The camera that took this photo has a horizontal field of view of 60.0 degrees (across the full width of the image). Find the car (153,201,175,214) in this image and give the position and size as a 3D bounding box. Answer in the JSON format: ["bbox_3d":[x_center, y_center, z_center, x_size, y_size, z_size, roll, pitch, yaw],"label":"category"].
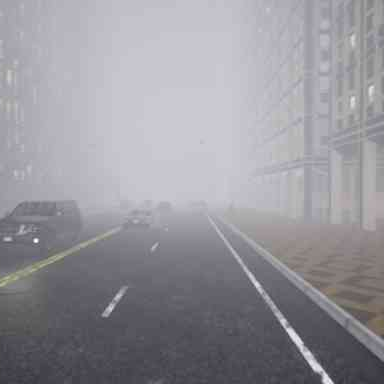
[{"bbox_3d":[-3.138,1.812,39.632,1.882,1.535,5.008,0,0,0],"label":"car"}]

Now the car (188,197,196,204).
[{"bbox_3d":[0.025,1.928,75.033,1.837,1.490,4.892,0,0,0],"label":"car"}]

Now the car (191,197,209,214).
[{"bbox_3d":[1.151,1.803,41.083,1.801,1.575,5.366,0,0,0],"label":"car"}]

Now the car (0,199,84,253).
[{"bbox_3d":[-6.547,1.347,14.615,2.150,2.045,5.566,0,0,0],"label":"car"}]

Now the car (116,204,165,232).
[{"bbox_3d":[-3.158,1.731,21.259,2.033,1.411,5.357,0,0,0],"label":"car"}]

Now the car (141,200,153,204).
[{"bbox_3d":[-6.544,1.917,49.410,1.837,1.490,4.892,0,0,0],"label":"car"}]

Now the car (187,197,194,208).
[{"bbox_3d":[0.019,2.039,59.056,2.033,1.411,5.357,0,0,0],"label":"car"}]

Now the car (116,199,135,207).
[{"bbox_3d":[-9.793,1.764,49.526,2.097,1.767,4.553,0,0,0],"label":"car"}]
